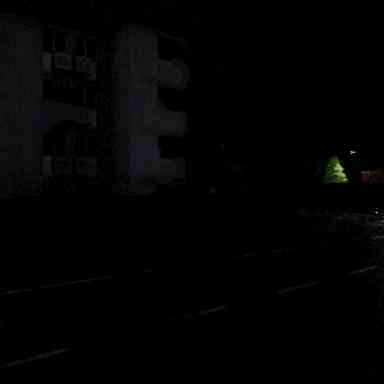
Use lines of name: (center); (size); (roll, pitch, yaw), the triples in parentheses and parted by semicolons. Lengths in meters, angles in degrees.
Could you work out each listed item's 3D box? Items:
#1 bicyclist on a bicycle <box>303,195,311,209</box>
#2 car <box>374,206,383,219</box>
bicyclist on a bicycle: (13.964, 1.234, 40.488); (1.656, 1.620, 0.582); (0, 0, -35)
car: (17.154, 1.438, 26.509); (2.128, 1.511, 4.902); (0, 0, -29)
